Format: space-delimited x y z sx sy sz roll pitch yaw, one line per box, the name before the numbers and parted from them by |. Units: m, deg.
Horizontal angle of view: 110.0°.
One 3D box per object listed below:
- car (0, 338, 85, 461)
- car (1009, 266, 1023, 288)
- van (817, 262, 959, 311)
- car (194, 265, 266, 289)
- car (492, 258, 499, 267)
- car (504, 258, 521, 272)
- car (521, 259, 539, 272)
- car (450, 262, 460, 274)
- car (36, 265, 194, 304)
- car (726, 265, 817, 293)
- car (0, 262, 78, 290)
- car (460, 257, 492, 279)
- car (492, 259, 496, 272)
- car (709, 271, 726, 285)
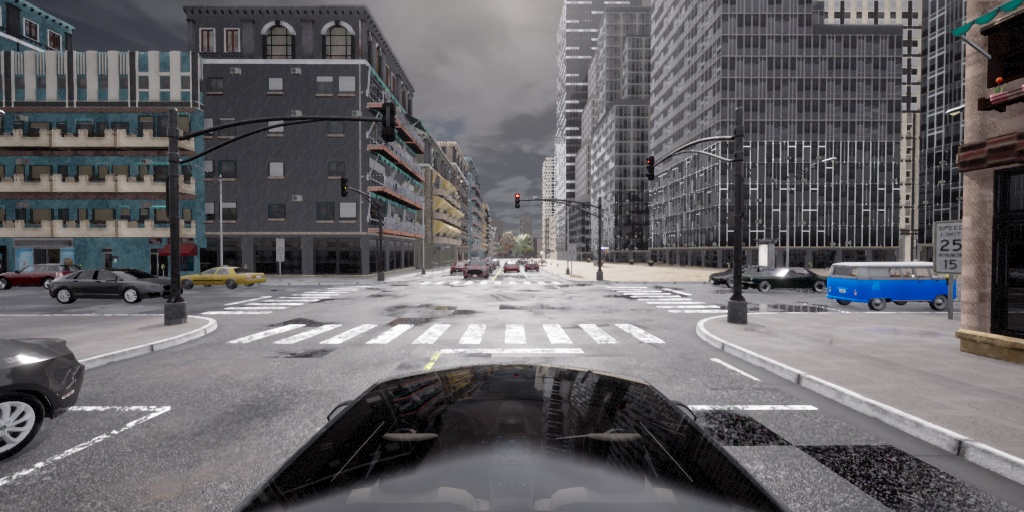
car | -5.690 1.300 2.190 2.007 1.370 4.403 0 0 0
car | 29.503 1.209 19.759 5.357 1.411 2.033 0 1 0
van | 14.653 1.117 13.910 3.998 1.789 1.690 0 0 0
car | -17.945 1.247 22.134 4.829 1.417 1.751 0 0 0
car | -3.252 1.346 52.769 1.895 1.301 4.718 0 0 0
car | -0.035 1.308 46.249 1.994 1.385 4.181 0 0 0
car | 2.519 1.289 45.988 1.888 1.381 4.507 0 0 0
car | -5.810 1.289 40.256 1.888 1.381 4.507 0 0 0
car | -17.901 1.314 16.331 4.892 1.490 1.837 0 1 0
car | 14.801 1.289 19.692 4.718 1.301 1.895 0 1 0
car | -28.842 1.189 22.082 4.097 1.591 1.967 0 0 0
car | -3.171 1.097 32.539 2.097 1.767 4.553 0 0 -1
car | -3.222 1.345 41.803 1.895 1.301 4.718 0 0 0
car | 14.613 1.215 22.290 4.313 1.339 1.948 0 0 0
